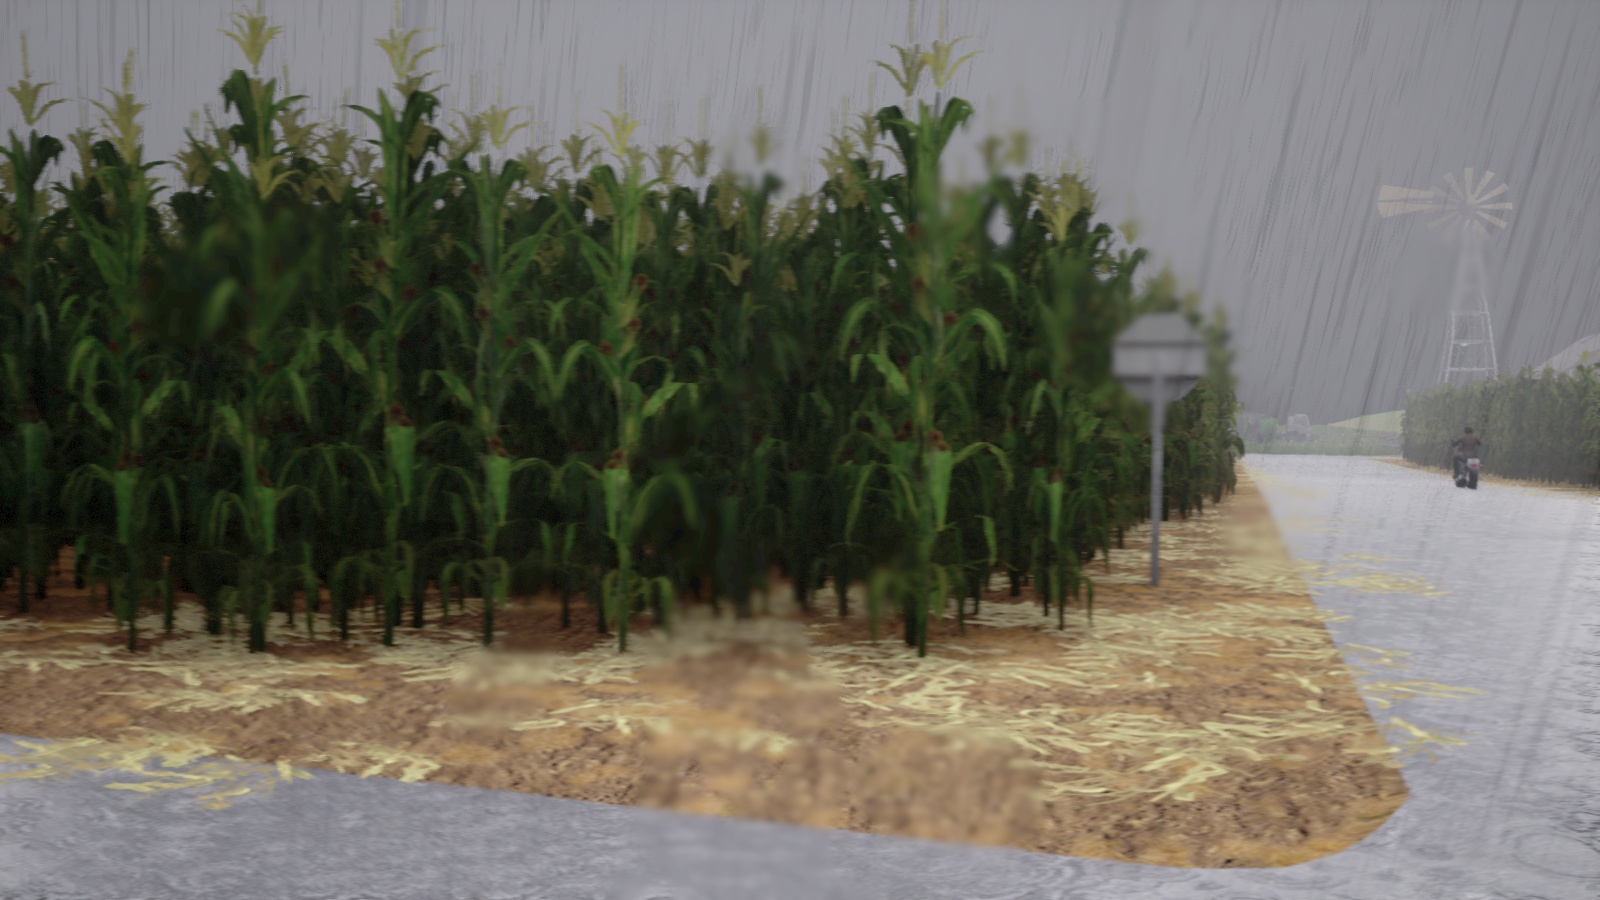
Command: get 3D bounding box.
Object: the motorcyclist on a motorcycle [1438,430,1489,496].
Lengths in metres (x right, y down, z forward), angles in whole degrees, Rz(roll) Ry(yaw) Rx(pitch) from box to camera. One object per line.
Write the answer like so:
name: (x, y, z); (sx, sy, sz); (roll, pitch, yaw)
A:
motorcyclist on a motorcycle: (17.289, 0.327, 32.767); (0.766, 1.649, 2.350); (2, 0, 19)
